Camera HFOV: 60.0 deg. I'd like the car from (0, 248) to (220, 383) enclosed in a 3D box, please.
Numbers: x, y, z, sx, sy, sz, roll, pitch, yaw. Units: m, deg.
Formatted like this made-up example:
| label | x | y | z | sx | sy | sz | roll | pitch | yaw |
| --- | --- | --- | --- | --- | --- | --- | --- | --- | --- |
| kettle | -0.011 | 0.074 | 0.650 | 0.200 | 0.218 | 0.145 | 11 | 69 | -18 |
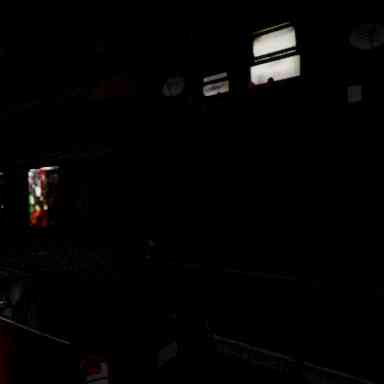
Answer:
| label | x | y | z | sx | sy | sz | roll | pitch | yaw |
| --- | --- | --- | --- | --- | --- | --- | --- | --- | --- |
| car | -1.790 | 1.421 | 4.032 | 4.097 | 1.590 | 1.967 | 0 | -1 | 36 |
